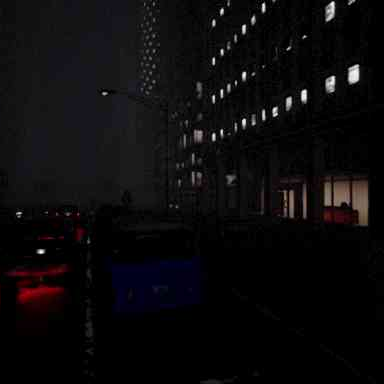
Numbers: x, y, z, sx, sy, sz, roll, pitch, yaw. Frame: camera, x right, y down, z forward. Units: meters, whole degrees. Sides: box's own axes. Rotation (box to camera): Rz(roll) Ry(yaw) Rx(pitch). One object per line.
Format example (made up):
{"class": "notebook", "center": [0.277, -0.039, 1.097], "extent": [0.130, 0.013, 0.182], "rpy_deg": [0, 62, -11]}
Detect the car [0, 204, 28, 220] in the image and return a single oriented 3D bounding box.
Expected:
{"class": "car", "center": [-17.562, 2.092, 32.100], "extent": [2.008, 1.369, 4.403], "rpy_deg": [0, -1, -17]}

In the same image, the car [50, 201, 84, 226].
{"class": "car", "center": [-10.142, 1.801, 27.541], "extent": [2.097, 1.767, 4.553], "rpy_deg": [0, -1, -17]}

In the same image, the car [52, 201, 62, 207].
{"class": "car", "center": [-32.825, 2.888, 80.916], "extent": [1.947, 1.339, 4.313], "rpy_deg": [0, -1, -17]}

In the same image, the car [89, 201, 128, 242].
{"class": "car", "center": [-4.478, 1.609, 18.331], "extent": [2.192, 1.841, 5.009], "rpy_deg": [0, -1, -17]}

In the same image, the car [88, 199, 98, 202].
{"class": "car", "center": [-19.742, 2.391, 67.148], "extent": [2.192, 1.841, 5.009], "rpy_deg": [0, -1, -17]}

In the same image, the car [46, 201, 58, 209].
{"class": "car", "center": [-29.383, 2.672, 69.906], "extent": [1.752, 1.417, 4.829], "rpy_deg": [0, -1, -17]}

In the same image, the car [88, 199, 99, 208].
{"class": "car", "center": [-21.438, 2.478, 72.572], "extent": [2.192, 1.841, 5.009], "rpy_deg": [0, -1, -17]}

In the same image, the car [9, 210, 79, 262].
{"class": "car", "center": [-5.691, 1.728, 13.300], "extent": [1.837, 1.490, 4.892], "rpy_deg": [0, 0, -17]}

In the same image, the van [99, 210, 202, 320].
{"class": "van", "center": [-1.086, 1.460, 7.483], "extent": [1.690, 1.788, 3.998], "rpy_deg": [0, -1, -17]}

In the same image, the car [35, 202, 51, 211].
{"class": "car", "center": [-17.285, 2.227, 40.188], "extent": [1.994, 1.385, 4.181], "rpy_deg": [0, -1, -17]}

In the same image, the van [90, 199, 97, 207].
{"class": "van", "center": [-23.133, 2.590, 77.996], "extent": [1.690, 1.788, 3.998], "rpy_deg": [0, -1, -17]}

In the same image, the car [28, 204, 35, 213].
{"class": "car", "center": [-20.954, 2.266, 42.948], "extent": [2.008, 1.369, 4.403], "rpy_deg": [0, -1, -17]}

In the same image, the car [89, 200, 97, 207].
{"class": "car", "center": [-24.828, 2.776, 83.419], "extent": [1.967, 1.590, 4.097], "rpy_deg": [0, -1, -17]}
